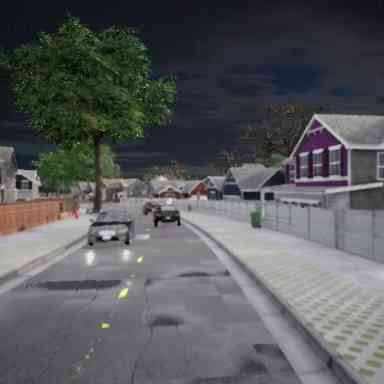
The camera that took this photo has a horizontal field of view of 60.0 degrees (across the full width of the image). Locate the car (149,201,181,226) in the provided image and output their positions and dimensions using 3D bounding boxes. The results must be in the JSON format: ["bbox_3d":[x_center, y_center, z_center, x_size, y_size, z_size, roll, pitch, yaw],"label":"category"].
[{"bbox_3d":[-2.037,1.709,25.546,1.882,1.535,5.008,0,-1,-9],"label":"car"}]

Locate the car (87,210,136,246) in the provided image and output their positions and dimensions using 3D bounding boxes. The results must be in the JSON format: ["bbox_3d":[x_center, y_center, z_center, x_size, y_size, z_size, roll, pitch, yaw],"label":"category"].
[{"bbox_3d":[-3.787,1.643,16.206,2.128,1.511,4.902,0,-1,-6],"label":"car"}]

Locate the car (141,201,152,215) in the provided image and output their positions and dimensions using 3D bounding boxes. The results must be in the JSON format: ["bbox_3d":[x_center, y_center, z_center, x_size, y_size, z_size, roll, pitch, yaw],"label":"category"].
[{"bbox_3d":[-4.848,1.879,39.528,1.837,1.490,4.892,0,-1,-14],"label":"car"}]
